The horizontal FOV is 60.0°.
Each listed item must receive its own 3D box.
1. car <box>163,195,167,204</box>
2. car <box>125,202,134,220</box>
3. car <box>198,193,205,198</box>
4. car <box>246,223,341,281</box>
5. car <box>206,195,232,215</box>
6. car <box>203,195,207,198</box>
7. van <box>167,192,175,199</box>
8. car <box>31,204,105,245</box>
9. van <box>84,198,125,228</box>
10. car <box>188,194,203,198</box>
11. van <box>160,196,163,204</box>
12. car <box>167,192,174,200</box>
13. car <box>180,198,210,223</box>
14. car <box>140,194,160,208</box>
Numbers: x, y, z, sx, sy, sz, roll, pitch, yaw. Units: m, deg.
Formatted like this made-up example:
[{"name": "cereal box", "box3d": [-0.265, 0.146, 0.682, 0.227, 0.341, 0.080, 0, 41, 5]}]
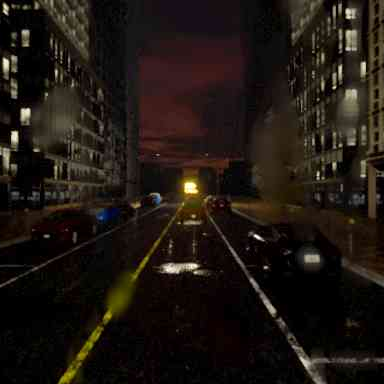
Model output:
[{"name": "car", "box3d": [-5.663, 1.310, 55.101, 1.947, 1.339, 4.313, 0, 0, 0]}, {"name": "car", "box3d": [-5.675, 1.463, 26.641, 1.802, 1.307, 4.206, 0, 0, 0]}, {"name": "car", "box3d": [2.735, 1.095, 94.925, 2.008, 1.369, 4.403, 0, 0, 0]}, {"name": "car", "box3d": [2.698, 1.524, 9.548, 1.947, 1.339, 4.313, 0, 0, 0]}, {"name": "car", "box3d": [2.709, 1.294, 32.314, 1.967, 1.590, 4.097, 0, 0, 0]}, {"name": "car", "box3d": [2.713, 1.382, 43.699, 1.802, 1.307, 4.206, 0, 0, 0]}, {"name": "van", "box3d": [-5.647, 0.915, 89.252, 1.690, 1.788, 3.998, 0, 0, 0]}, {"name": "car", "box3d": [-5.680, 1.478, 15.256, 1.887, 1.381, 4.507, 0, 0, 0]}, {"name": "van", "box3d": [-5.676, 1.248, 20.947, 1.690, 1.788, 3.998, 0, 0, 0]}, {"name": "car", "box3d": [0.119, 1.316, 41.132, 1.837, 1.490, 4.892, 0, 0, 0]}, {"name": "van", "box3d": [-5.664, 1.113, 49.408, 1.690, 1.788, 3.998, 0, 0, 0]}, {"name": "car", "box3d": [-5.653, 1.158, 77.698, 1.752, 1.417, 4.829, 0, 0, 0]}, {"name": "car", "box3d": [0.108, 1.418, 24.273, 1.812, 1.442, 4.674, 0, 0, 0]}, {"name": "car", "box3d": [-5.667, 1.240, 43.715, 1.967, 1.590, 4.097, 0, 0, 0]}]
